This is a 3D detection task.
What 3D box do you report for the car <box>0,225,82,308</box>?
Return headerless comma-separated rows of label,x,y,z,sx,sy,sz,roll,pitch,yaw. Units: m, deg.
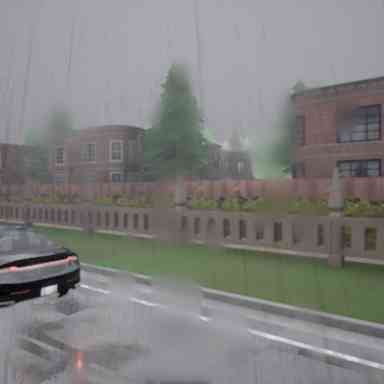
car,-4.428,1.472,7.181,4.902,1.511,2.128,0,0,36
